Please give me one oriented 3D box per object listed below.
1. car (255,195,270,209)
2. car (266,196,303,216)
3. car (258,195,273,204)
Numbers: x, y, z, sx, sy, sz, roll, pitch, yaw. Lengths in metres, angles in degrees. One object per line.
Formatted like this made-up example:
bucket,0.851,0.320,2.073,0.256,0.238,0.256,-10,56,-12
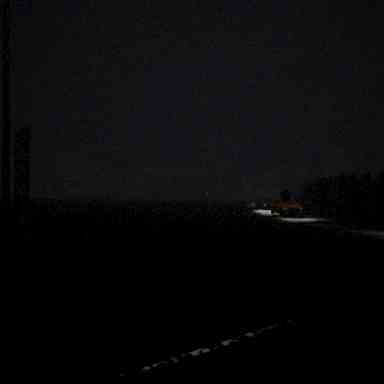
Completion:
car,9.185,1.357,43.013,2.128,1.511,4.902,0,0,6
car,8.792,1.398,31.216,1.882,1.535,5.008,0,0,-1
car,13.698,1.304,61.870,2.128,1.511,4.902,0,0,21
